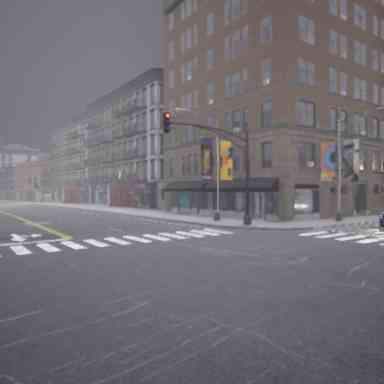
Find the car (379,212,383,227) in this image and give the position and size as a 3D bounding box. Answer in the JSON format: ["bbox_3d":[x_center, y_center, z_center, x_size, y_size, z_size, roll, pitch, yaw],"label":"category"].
[{"bbox_3d":[14.164,1.502,21.752,5.008,1.535,1.882,0,0,-35],"label":"car"}]
